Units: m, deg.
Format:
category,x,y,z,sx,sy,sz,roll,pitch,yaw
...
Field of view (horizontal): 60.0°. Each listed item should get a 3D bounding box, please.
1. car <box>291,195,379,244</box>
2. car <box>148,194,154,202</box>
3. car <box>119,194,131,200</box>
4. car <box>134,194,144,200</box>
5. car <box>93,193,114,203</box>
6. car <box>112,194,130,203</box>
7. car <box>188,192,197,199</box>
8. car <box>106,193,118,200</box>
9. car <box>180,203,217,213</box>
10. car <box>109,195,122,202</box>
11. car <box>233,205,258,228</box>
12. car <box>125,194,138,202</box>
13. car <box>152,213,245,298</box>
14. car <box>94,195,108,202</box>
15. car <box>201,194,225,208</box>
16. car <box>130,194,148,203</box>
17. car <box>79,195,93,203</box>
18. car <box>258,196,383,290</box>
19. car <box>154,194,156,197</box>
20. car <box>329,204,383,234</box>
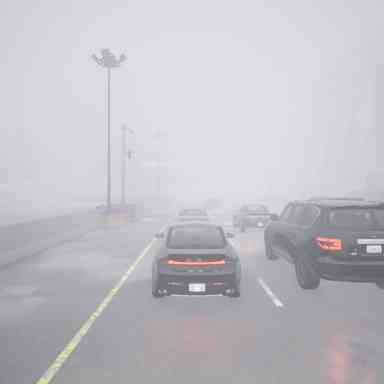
category,x,y,z,sx,sy,sz,roll,pitch,yaw
car,7.063,1.221,17.260,2.150,2.045,5.566,0,0,0
car,-10.530,1.389,77.009,1.882,1.535,5.008,0,0,0
car,-17.467,1.355,86.879,2.033,1.411,5.357,0,1,0
car,-13.965,1.309,87.266,1.837,1.490,4.892,0,1,0
car,-17.592,1.311,66.660,2.097,1.767,4.553,0,0,0
car,-14.092,1.523,66.619,1.994,1.385,4.181,0,0,0
car,0.088,0.917,95.549,2.150,2.045,5.566,0,1,0
car,-20.966,1.168,87.061,2.097,1.767,4.553,0,1,0
car,0.064,1.547,18.682,2.033,1.411,5.357,0,0,0
car,-17.533,1.468,76.521,1.994,1.385,4.181,0,0,0
car,3.567,1.491,19.820,2.128,1.511,4.902,0,0,0
car,-14.031,1.268,76.868,2.097,1.767,4.553,0,0,0
car,0.084,1.505,8.519,1.837,1.490,4.892,0,0,0
car,-21.032,1.467,76.763,1.994,1.385,4.181,0,0,0
car,3.074,1.505,48.281,1.837,1.490,4.892,4,1,15
car,-10.592,1.485,66.607,1.812,1.442,4.674,0,0,0
car,-21.090,1.452,66.904,1.882,1.535,5.008,0,0,0
car,3.584,1.221,9.261,2.150,2.045,5.566,0,0,0
car,-10.464,1.285,87.439,1.882,1.535,5.008,0,1,0
car,10.566,1.547,20.561,2.033,1.411,5.357,0,0,0
